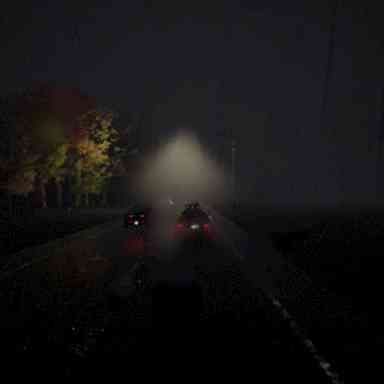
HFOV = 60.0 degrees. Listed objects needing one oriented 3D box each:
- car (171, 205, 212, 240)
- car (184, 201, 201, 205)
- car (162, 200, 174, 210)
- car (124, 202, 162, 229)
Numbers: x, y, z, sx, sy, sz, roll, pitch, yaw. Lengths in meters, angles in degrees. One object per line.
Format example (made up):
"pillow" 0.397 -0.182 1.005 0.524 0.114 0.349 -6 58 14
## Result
"car" 0.082 1.652 17.725 2.033 1.411 5.357 0 0 0
"car" 0.067 1.776 40.468 2.033 1.411 5.357 0 0 0
"car" -3.437 1.782 45.842 1.812 1.442 4.674 0 0 0
"car" -3.417 1.639 22.852 1.837 1.490 4.892 0 0 0
